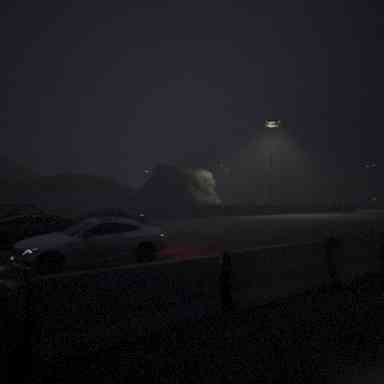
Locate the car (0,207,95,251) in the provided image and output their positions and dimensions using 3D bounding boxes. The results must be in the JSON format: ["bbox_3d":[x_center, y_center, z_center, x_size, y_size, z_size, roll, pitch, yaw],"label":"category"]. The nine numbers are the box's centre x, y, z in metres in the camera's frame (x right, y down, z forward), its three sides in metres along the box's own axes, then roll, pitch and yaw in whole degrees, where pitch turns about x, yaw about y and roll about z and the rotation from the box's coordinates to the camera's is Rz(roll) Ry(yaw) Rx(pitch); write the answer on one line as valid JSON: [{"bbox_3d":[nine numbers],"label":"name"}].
[{"bbox_3d":[-6.466,1.501,12.270,4.902,1.511,2.128,0,0,-35],"label":"car"}]

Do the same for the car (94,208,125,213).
[{"bbox_3d":[-4.884,1.579,17.691,5.357,1.411,2.033,0,0,-35],"label":"car"}]

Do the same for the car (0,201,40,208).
[{"bbox_3d":[-10.311,1.363,18.124,4.553,1.767,2.097,0,0,-35],"label":"car"}]

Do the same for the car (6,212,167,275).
[{"bbox_3d":[-2.996,1.543,10.445,4.674,1.442,1.812,0,0,-35],"label":"car"}]
